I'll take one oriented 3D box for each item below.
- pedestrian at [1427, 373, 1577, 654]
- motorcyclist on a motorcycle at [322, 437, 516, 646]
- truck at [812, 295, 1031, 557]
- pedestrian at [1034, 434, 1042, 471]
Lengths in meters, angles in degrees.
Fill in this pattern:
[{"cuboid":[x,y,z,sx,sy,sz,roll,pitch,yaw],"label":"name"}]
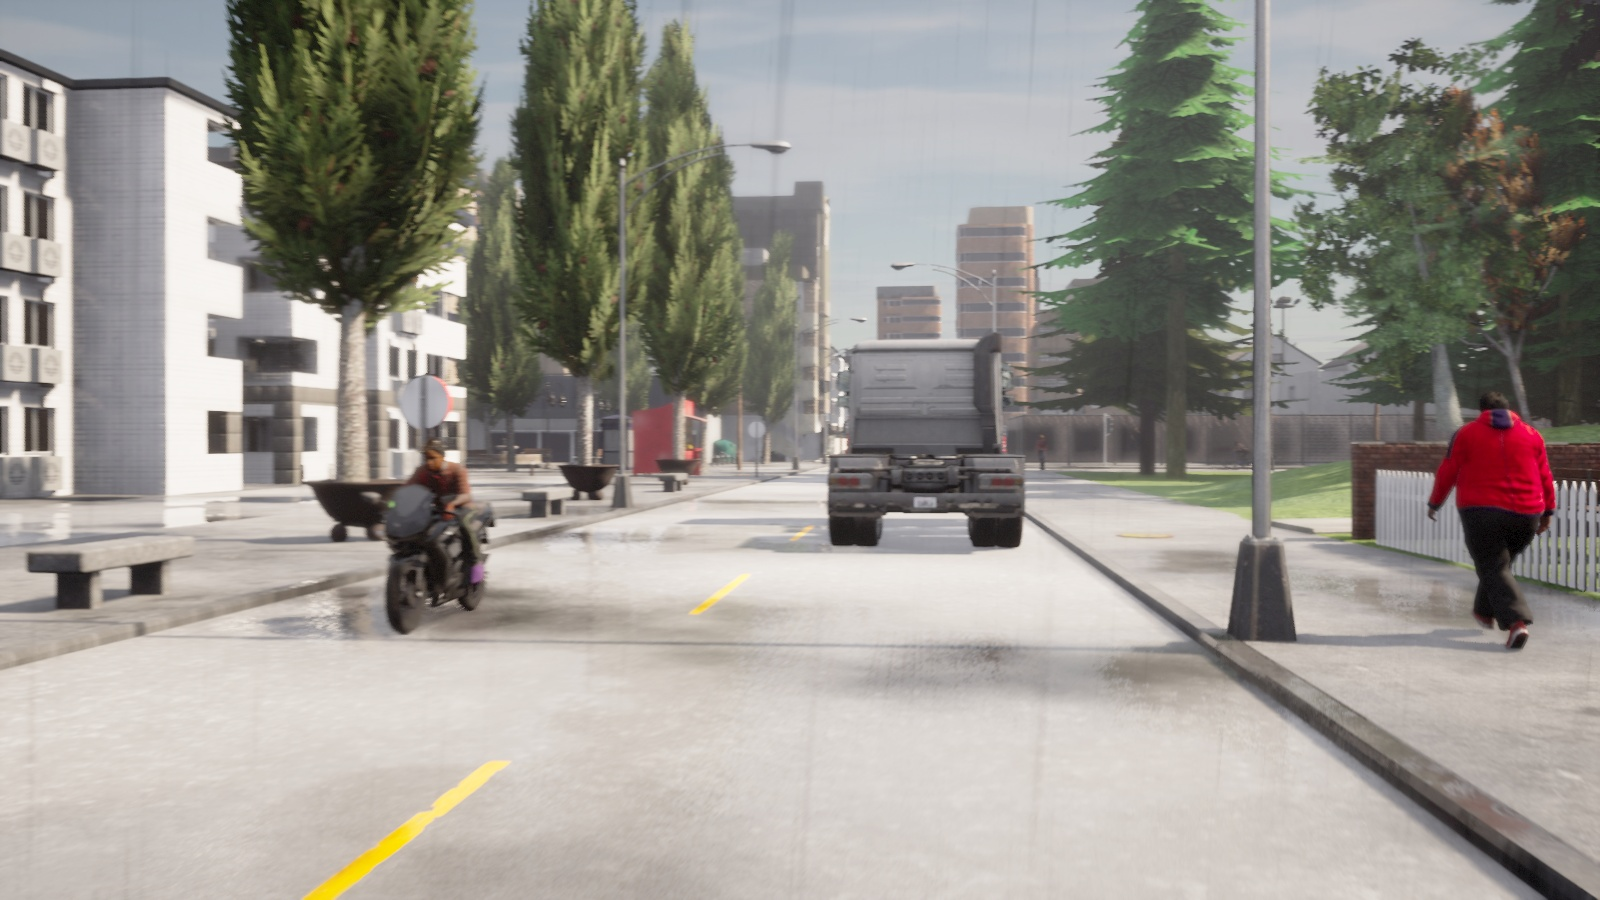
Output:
[{"cuboid":[4.861,0.415,8.749,0.634,1.844,0.899,0,0,9],"label":"pedestrian"},{"cuboid":[-3.034,0.664,10.241,0.797,1.523,2.044,0,0,5],"label":"motorcyclist on a motorcycle"},{"cuboid":[1.988,-0.349,20.650,2.891,3.462,7.936,0,0,5],"label":"truck"},{"cuboid":[11.893,0.118,62.686,0.331,1.846,0.636,0,0,7],"label":"pedestrian"}]
